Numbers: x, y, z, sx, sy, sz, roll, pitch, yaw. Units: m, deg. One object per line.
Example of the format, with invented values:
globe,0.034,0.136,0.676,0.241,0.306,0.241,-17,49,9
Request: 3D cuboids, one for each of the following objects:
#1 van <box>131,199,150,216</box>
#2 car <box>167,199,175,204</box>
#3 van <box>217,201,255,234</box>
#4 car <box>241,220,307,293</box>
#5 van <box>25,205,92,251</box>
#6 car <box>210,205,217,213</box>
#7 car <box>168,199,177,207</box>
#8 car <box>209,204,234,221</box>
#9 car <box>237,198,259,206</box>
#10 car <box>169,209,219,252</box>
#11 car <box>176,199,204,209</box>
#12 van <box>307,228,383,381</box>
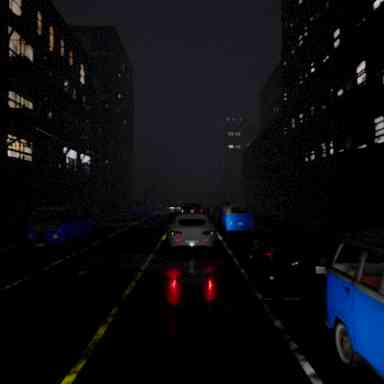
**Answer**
van,-5.683,1.708,37.203,1.690,1.788,3.998,0,-1,0
car,-5.681,2.542,92.247,1.947,1.339,4.313,0,-1,0
van,2.697,1.537,20.219,1.690,1.788,3.998,0,-1,0
car,2.696,1.651,8.892,1.947,1.339,4.313,0,-1,0
van,-5.683,1.481,14.557,1.690,1.788,3.998,0,-1,0
car,2.697,1.818,25.878,1.947,1.339,4.313,0,-1,0
car,-2.997,2.198,63.751,2.033,1.411,5.357,0,-1,0
car,2.696,1.875,31.540,1.947,1.339,4.313,0,-1,0
car,13.471,2.431,79.925,5.009,1.841,2.192,1,-2,-1
car,0.007,1.664,14.379,1.812,1.442,4.674,0,0,0
car,0.005,1.634,29.073,2.097,1.767,4.553,0,-1,0
van,2.696,1.373,3.233,1.690,1.788,3.998,0,-1,0
